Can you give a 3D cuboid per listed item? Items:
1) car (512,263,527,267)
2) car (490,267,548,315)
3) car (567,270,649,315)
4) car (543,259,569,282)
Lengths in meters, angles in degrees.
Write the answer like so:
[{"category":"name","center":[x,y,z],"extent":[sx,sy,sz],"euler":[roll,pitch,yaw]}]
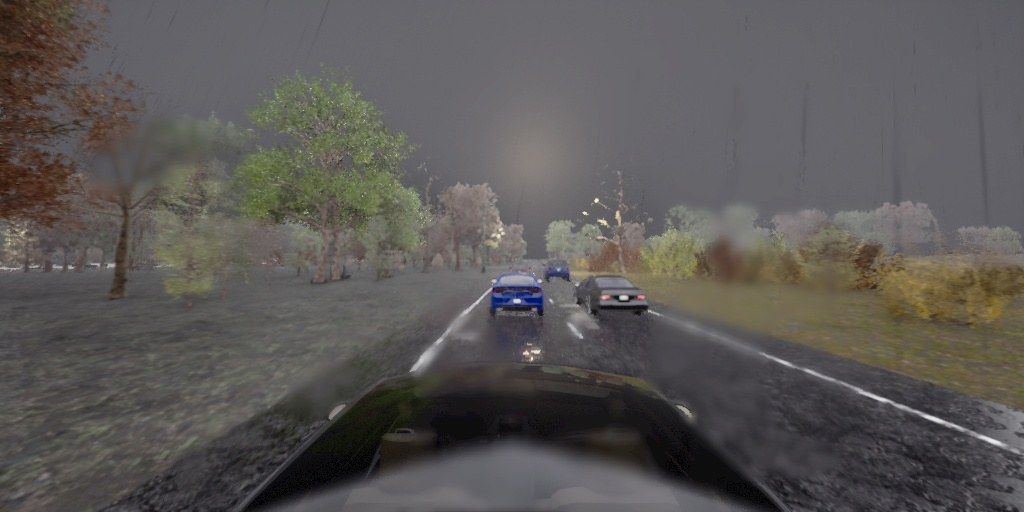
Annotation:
[{"category":"car","center":[0.743,1.475,34.912],"extent":[2.097,1.767,4.553],"euler":[0,-1,2]},{"category":"car","center":[0.203,1.369,14.367],"extent":[1.882,1.535,5.008],"euler":[0,-1,1]},{"category":"car","center":[3.703,1.441,14.281],"extent":[2.033,1.411,5.357],"euler":[0,-1,1]},{"category":"car","center":[4.219,1.340,34.369],"extent":[2.150,2.045,5.566],"euler":[0,-1,2]}]
